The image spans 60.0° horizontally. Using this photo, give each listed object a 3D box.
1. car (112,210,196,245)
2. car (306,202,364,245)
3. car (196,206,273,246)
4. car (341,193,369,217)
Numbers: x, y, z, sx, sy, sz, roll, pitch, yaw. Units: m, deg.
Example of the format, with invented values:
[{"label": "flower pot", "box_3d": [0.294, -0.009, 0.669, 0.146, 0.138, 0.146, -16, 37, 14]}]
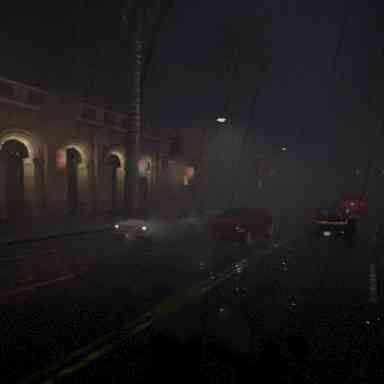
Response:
[{"label": "car", "box_3d": [-1.533, 1.539, 15.651, 1.895, 1.301, 4.718, 0, 0, 29]}, {"label": "car", "box_3d": [6.616, 1.450, 15.538, 2.128, 1.511, 4.902, 0, 0, 29]}, {"label": "car", "box_3d": [2.307, 1.426, 15.366, 1.882, 1.535, 5.008, 0, 0, 29]}, {"label": "car", "box_3d": [15.194, 1.143, 31.175, 2.150, 2.045, 5.566, 0, 0, 29]}]
